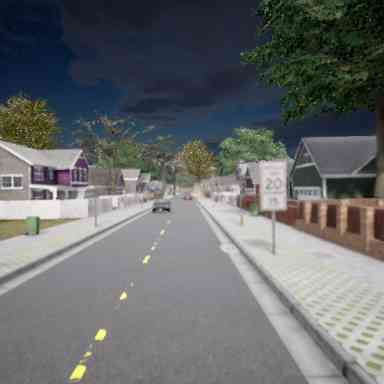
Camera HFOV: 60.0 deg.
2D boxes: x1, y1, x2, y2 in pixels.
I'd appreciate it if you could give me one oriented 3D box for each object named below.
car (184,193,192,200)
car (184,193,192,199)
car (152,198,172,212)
[{"bbox_3d":[-0.927,1.122,76.038,1.994,1.385,4.181,-1,0,-1],"label":"car"},{"bbox_3d":[-1.051,0.941,86.038,2.128,1.511,4.902,-1,0,-1],"label":"car"},{"bbox_3d":[-3.186,1.377,36.003,2.033,1.411,5.357,-1,0,-1],"label":"car"}]
